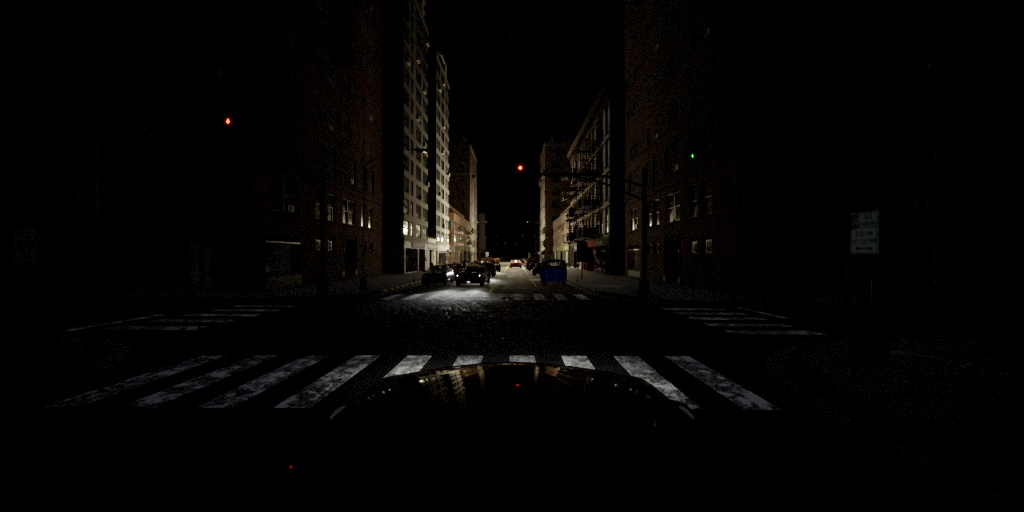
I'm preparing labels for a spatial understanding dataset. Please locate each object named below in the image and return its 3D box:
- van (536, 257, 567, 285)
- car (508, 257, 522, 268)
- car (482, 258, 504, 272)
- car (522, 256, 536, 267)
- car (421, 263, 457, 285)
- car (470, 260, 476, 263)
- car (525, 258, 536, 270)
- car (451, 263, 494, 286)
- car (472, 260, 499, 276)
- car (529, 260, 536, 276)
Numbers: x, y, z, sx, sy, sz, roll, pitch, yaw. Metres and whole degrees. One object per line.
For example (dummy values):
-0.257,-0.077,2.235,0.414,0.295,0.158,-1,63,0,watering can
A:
2.850,1.089,25.375,1.690,1.789,3.998,0,0,1,van
0.626,1.336,59.057,1.895,1.301,4.718,0,0,1,car
-2.446,1.309,45.212,1.994,1.385,4.181,0,0,1,car
3.110,1.054,53.781,2.192,1.841,5.009,0,0,1,car
-5.175,1.299,25.440,2.007,1.370,4.403,0,0,1,car
-4.968,1.269,47.997,1.751,1.417,4.829,0,0,1,car
3.058,1.325,48.099,1.802,1.307,4.207,0,0,1,car
-2.649,1.349,25.147,1.895,1.301,4.718,0,0,4,car
-2.544,1.349,35.158,1.895,1.301,4.718,0,0,1,car
2.954,1.329,36.736,1.802,1.307,4.207,0,0,1,car
